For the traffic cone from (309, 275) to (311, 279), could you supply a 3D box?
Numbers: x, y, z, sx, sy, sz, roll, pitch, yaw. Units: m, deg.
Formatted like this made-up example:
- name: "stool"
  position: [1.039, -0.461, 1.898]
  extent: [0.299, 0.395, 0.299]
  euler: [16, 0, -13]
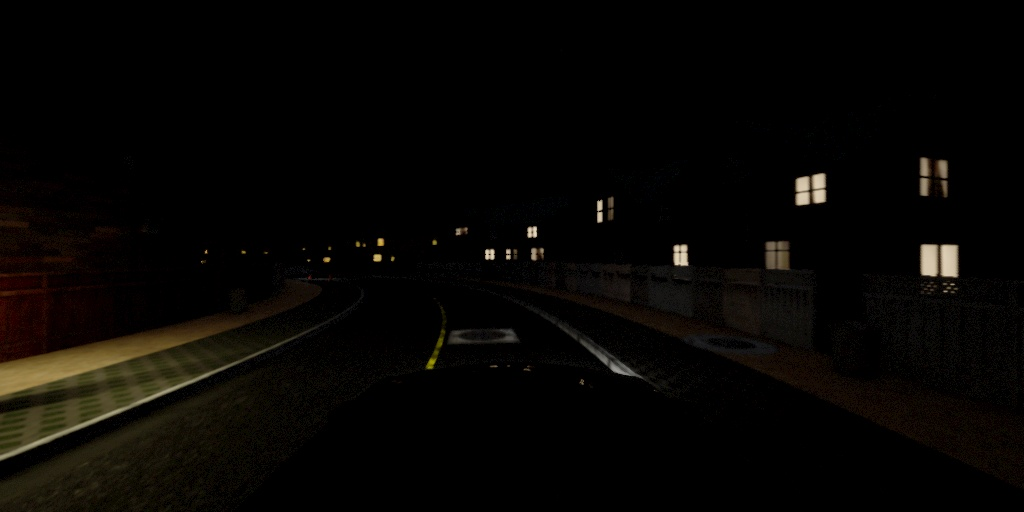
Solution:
- name: "traffic cone"
  position: [-20.750, 2.128, 36.826]
  extent: [0.340, 0.580, 0.340]
  euler: [0, 0, 37]

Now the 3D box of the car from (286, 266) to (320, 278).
- name: "car"
  position: [-23.090, 1.769, 39.382]
  extent: [4.674, 1.442, 1.812]
  euler: [-2, -1, 32]

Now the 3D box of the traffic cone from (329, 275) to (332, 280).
- name: "traffic cone"
  position: [-17.129, 2.039, 33.799]
  extent: [0.340, 0.580, 0.340]
  euler: [0, 0, 43]
